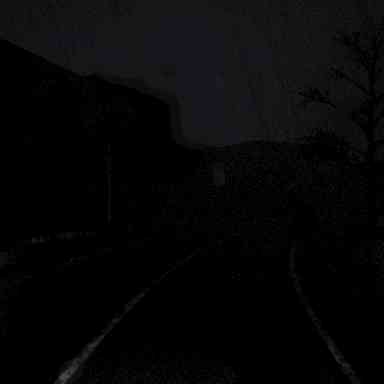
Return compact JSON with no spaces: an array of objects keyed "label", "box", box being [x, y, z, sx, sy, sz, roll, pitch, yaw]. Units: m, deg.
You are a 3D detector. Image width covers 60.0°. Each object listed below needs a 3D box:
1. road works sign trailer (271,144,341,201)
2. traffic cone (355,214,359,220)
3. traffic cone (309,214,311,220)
[{"label":"road works sign trailer","box":[7.643,-1.280,21.714,2.880,3.560,2.380,38,17,-38]},{"label":"traffic cone","box":[15.654,2.346,31.505,0.340,0.580,0.340,2,2,39]},{"label":"traffic cone","box":[10.797,2.331,30.329,0.340,0.580,0.340,1,0,39]}]
